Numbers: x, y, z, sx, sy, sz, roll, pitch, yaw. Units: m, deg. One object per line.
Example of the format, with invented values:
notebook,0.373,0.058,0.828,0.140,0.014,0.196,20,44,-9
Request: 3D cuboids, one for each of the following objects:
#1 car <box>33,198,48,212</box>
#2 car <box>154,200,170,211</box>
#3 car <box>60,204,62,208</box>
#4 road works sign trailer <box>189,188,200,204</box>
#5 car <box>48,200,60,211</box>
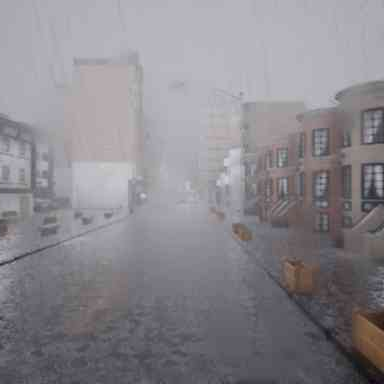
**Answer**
car,-19.089,1.455,37.966,3.866,1.878,1.905,0,0,10
car,-4.114,1.780,45.642,1.812,1.442,4.674,0,0,0
car,-19.468,1.662,44.017,4.193,1.474,1.816,0,0,10
road works sign trailer,0.110,0.879,74.267,2.380,3.560,2.880,0,0,-37
car,-19.324,1.577,41.067,4.611,1.667,2.242,0,0,10
